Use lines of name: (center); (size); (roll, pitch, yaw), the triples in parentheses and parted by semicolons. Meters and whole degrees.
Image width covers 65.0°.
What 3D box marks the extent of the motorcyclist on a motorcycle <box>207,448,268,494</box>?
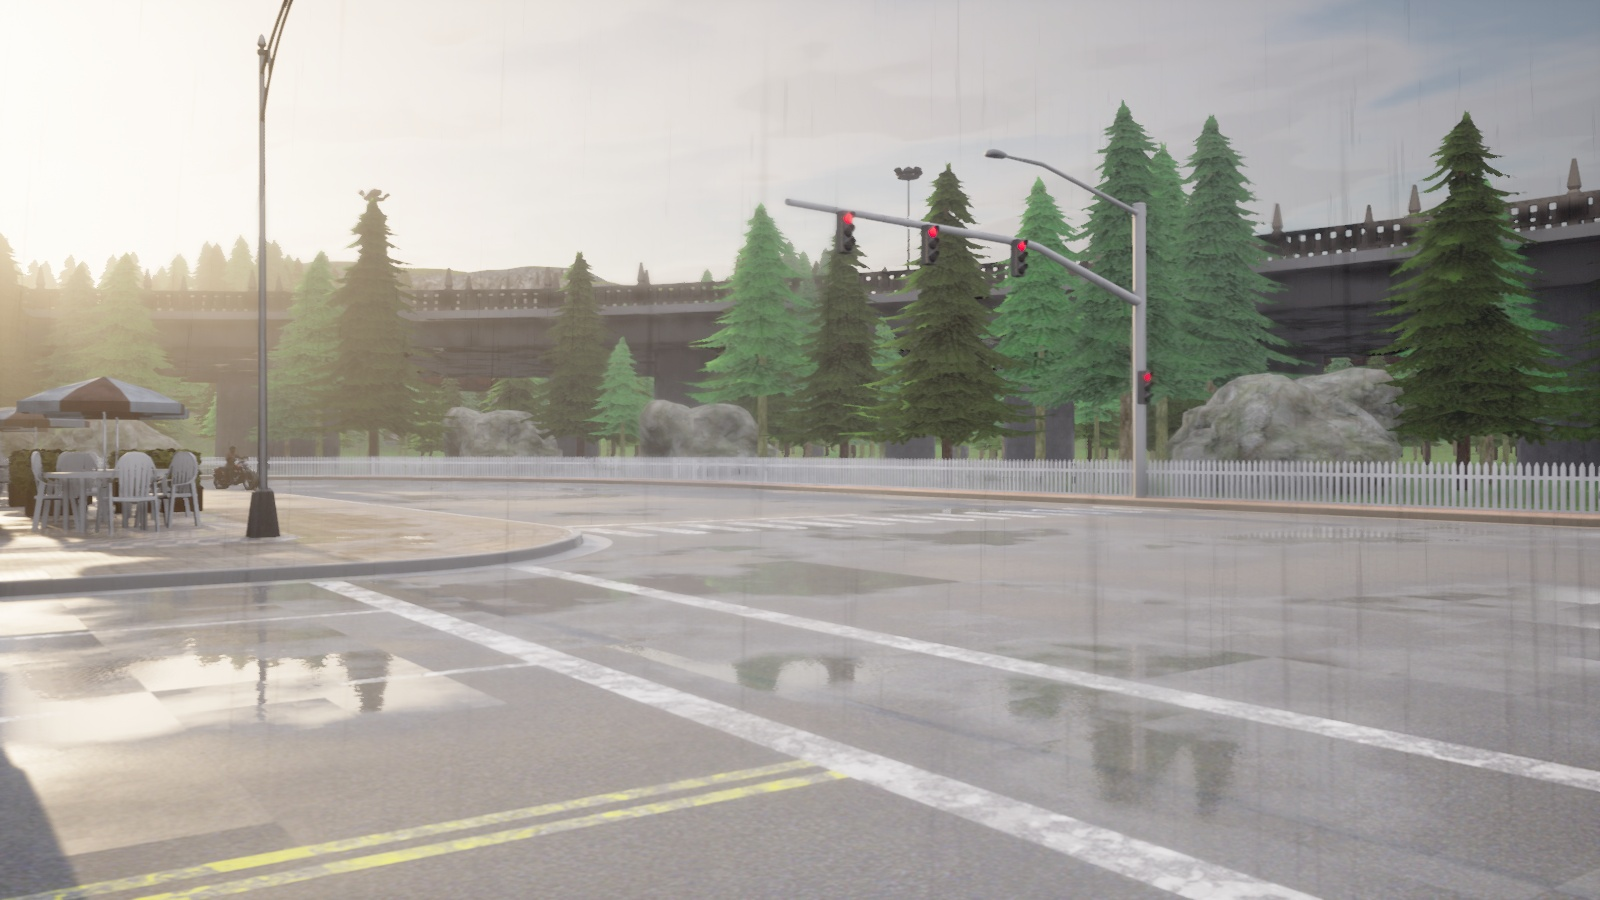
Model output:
motorcyclist on a motorcycle: (-20.314, 0.747, 45.333); (2.350, 1.649, 0.766); (0, 1, 29)
